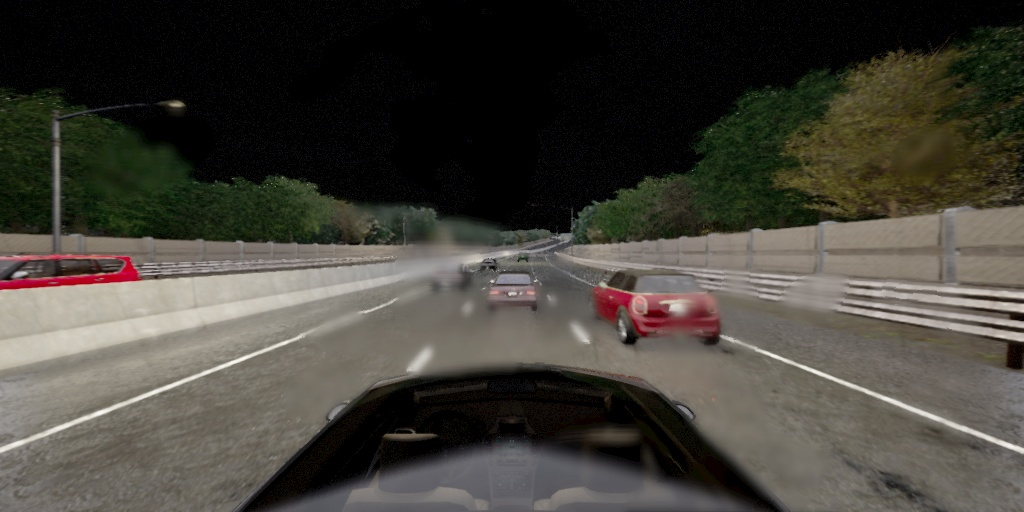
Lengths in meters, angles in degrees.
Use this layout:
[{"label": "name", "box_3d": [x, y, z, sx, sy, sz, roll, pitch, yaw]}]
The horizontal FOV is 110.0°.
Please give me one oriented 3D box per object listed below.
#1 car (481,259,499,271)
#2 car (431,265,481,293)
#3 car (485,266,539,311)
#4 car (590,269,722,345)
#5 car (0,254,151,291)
[{"label": "car", "box_3d": [-2.673, 1.044, 43.096, 1.837, 1.490, 4.892, 0, 1, 2]}, {"label": "car", "box_3d": [-3.257, 1.225, 20.480, 2.128, 1.511, 4.902, 0, 0, 1]}, {"label": "car", "box_3d": [0.090, 1.303, 14.398, 2.033, 1.411, 5.357, 0, 0, 1]}, {"label": "car", "box_3d": [3.527, 1.116, 9.723, 2.097, 1.767, 4.553, 0, 0, 0]}, {"label": "car", "box_3d": [-14.057, 0.966, 10.291, 2.150, 2.045, 5.566, 0, 0, 0]}]
